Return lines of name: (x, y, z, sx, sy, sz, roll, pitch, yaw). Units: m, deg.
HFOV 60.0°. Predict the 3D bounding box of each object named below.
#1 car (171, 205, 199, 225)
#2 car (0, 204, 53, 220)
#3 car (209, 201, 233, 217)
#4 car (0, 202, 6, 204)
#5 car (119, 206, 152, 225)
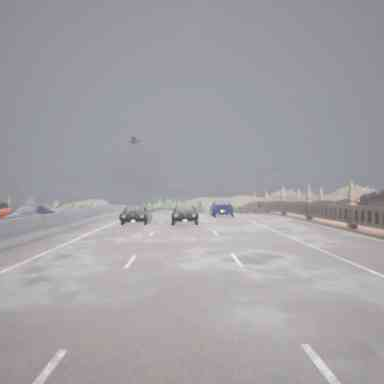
car: (-0.535, 1.644, 24.745, 1.895, 1.301, 4.718, 0, 0, -2)
car: (-11.183, 1.649, 23.069, 1.812, 1.442, 4.674, 0, 0, -1)
car: (2.771, 1.562, 32.020, 1.882, 1.535, 5.008, 0, -1, -2)
car: (-14.698, 1.505, 23.674, 2.097, 1.767, 4.553, 0, 0, -1)
car: (-4.032, 1.671, 24.617, 1.895, 1.301, 4.718, 0, 0, -2)
